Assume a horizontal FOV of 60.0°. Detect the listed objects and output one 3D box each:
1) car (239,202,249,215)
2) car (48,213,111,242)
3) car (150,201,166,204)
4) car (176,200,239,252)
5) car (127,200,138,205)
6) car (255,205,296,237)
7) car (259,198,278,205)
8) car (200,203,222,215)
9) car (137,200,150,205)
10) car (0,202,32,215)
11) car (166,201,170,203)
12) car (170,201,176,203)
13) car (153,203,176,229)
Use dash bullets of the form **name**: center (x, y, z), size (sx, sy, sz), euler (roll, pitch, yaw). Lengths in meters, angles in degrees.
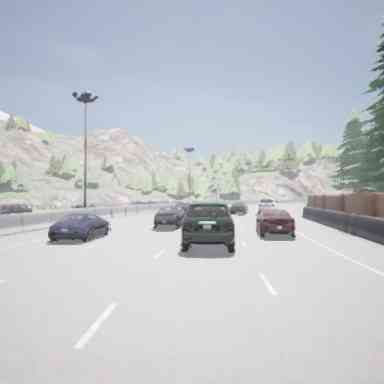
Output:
- **car**: center (6.133, 2.084, 42.713), size (1.837, 1.490, 4.892), euler (-1, 0, 16)
- **car**: center (-5.899, 1.818, 17.916), size (1.994, 1.385, 4.181), euler (0, -1, 6)
- **car**: center (-6.195, 2.508, 70.284), size (2.033, 1.411, 5.357), euler (0, -1, 23)
- **car**: center (0.818, 1.431, 15.167), size (2.150, 2.045, 5.566), euler (0, -1, 5)
- **car**: center (-12.448, 2.543, 73.460), size (2.128, 1.511, 4.902), euler (0, -1, 23)
- **car**: center (4.877, 1.744, 19.805), size (1.882, 1.535, 5.008), euler (0, -1, 7)
- **car**: center (9.848, 1.801, 43.043), size (2.150, 2.045, 5.566), euler (0, -1, 17)
- **car**: center (2.540, 2.148, 42.822), size (1.994, 1.385, 4.181), euler (0, -1, 15)
- **car**: center (-9.326, 2.546, 71.874), size (1.994, 1.385, 4.181), euler (0, -1, 23)
- **car**: center (-15.354, 1.748, 27.561), size (2.097, 1.767, 4.553), euler (0, -1, 9)
- **car**: center (-3.073, 2.467, 68.698), size (1.812, 1.442, 4.674), euler (0, -1, 23)
- **car**: center (-0.947, 2.102, 43.385), size (1.837, 1.490, 4.892), euler (0, 0, 15)
- **car**: center (-1.486, 1.831, 24.568), size (2.128, 1.511, 4.902), euler (0, -1, 9)
